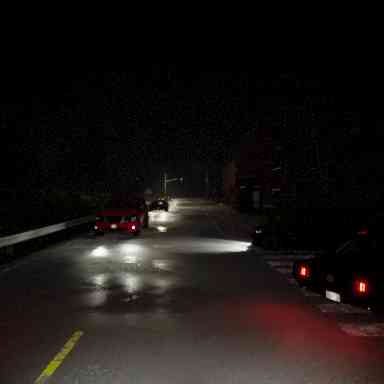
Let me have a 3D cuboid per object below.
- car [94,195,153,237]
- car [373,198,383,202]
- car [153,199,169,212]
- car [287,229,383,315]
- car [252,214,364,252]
[{"bbox_3d":[-3.735,1.212,18.555,2.150,2.045,5.566,0,1,0],"label":"car"},{"bbox_3d":[27.130,1.506,46.961,1.816,1.474,4.193,0,0,-1],"label":"car"},{"bbox_3d":[-3.771,1.572,39.015,1.994,1.385,4.181,0,0,0],"label":"car"},{"bbox_3d":[4.505,1.601,7.103,4.718,1.301,1.895,0,0,-29],"label":"car"},{"bbox_3d":[4.460,1.562,12.916,4.181,1.385,1.994,0,0,20],"label":"car"}]
